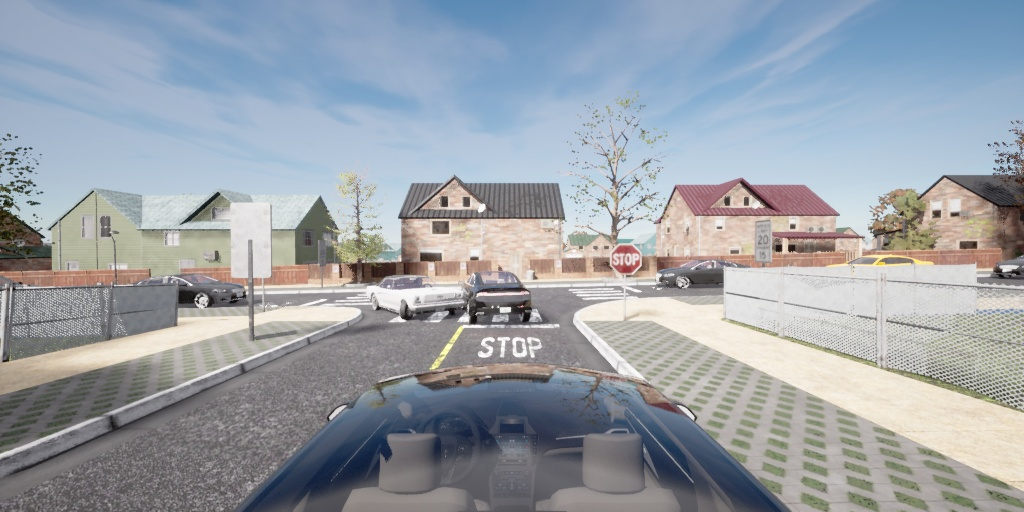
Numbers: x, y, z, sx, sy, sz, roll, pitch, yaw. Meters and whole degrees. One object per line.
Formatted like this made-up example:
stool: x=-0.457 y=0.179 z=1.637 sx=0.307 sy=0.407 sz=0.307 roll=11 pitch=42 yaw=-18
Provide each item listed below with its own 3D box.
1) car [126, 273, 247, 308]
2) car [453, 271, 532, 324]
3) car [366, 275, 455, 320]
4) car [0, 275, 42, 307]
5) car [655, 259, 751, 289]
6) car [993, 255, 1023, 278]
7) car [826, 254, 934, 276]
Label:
car: x=-14.902 y=1.566 z=16.383 sx=4.902 sy=1.511 sz=2.128 roll=-1 pitch=1 yaw=0
car: x=-0.685 y=1.242 z=12.028 sx=2.128 sy=1.511 sz=4.902 roll=0 pitch=0 yaw=-12
car: x=-3.602 y=1.368 z=12.887 sx=1.895 sy=1.301 sz=4.718 roll=0 pitch=0 yaw=-38
car: x=-24.239 y=1.648 z=16.342 sx=4.553 sy=1.767 sz=2.097 roll=-1 pitch=1 yaw=0
car: x=10.331 y=0.926 z=19.437 sx=4.902 sy=1.511 sz=2.128 roll=-1 pitch=1 yaw=0
car: x=29.386 y=0.478 z=19.511 sx=4.902 sy=1.511 sz=2.128 roll=-1 pitch=1 yaw=0
car: x=19.761 y=0.690 z=19.474 sx=5.008 sy=1.535 sz=1.882 roll=-1 pitch=1 yaw=-1
